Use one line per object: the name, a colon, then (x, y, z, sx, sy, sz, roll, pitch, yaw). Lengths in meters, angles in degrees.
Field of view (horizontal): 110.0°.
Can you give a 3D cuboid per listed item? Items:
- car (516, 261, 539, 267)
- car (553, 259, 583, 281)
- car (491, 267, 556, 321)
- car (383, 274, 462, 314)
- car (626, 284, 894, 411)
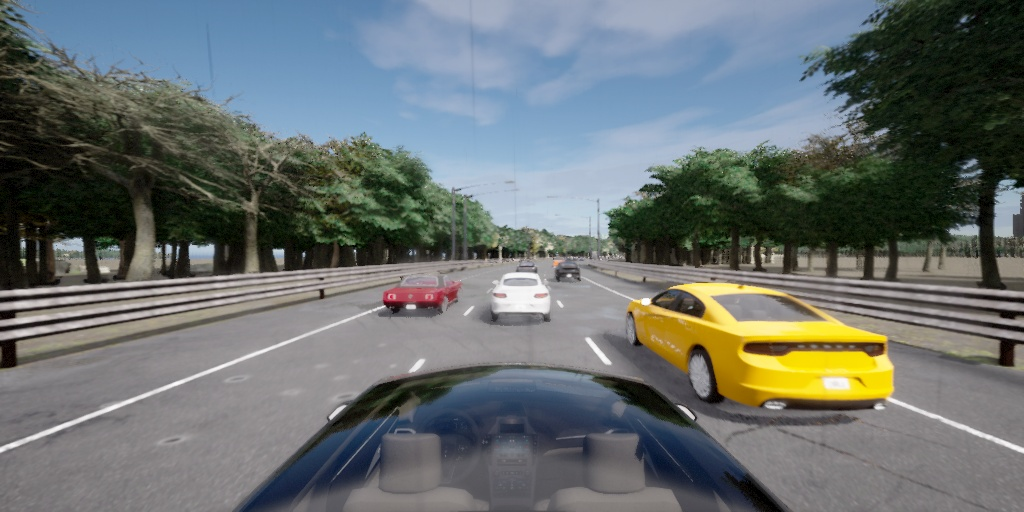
car: (1.405, 1.230, 32.721, 2.128, 1.511, 4.902, 0, 0, 4)
car: (4.567, 1.226, 29.798, 1.837, 1.490, 4.892, 0, 0, 4)
car: (0.299, 1.273, 12.361, 1.812, 1.442, 4.674, 0, 0, 1)
car: (-3.166, 1.344, 13.735, 1.895, 1.301, 4.718, 0, 0, 2)
car: (3.542, 1.220, 6.346, 1.882, 1.535, 5.008, 0, 0, 1)
